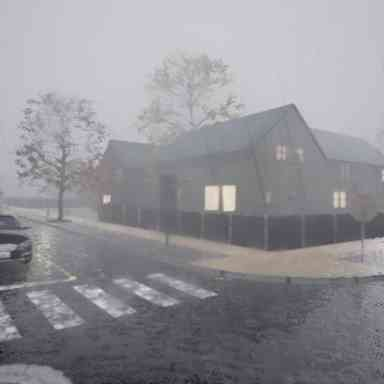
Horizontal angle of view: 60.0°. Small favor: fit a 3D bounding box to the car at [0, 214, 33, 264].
[{"bbox_3d":[-6.822,1.525,11.372,2.128,1.511,4.902,2,-1,-37],"label":"car"}]
